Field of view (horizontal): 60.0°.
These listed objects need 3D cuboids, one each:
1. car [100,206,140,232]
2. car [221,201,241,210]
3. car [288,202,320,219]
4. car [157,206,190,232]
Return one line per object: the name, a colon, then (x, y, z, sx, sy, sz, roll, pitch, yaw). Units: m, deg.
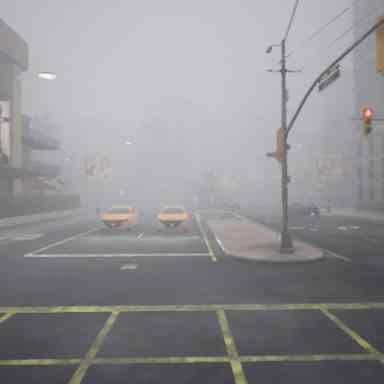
car: (-4.699, 1.686, 22.214, 1.882, 1.535, 5.008, 0, 0, -1)
car: (5.703, 1.942, 49.469, 1.895, 1.301, 4.718, 0, 0, -12)
car: (10.365, 1.671, 31.117, 1.837, 1.490, 4.892, 0, 0, -1)
car: (-1.194, 1.657, 21.794, 1.882, 1.535, 5.008, 0, 0, -1)
